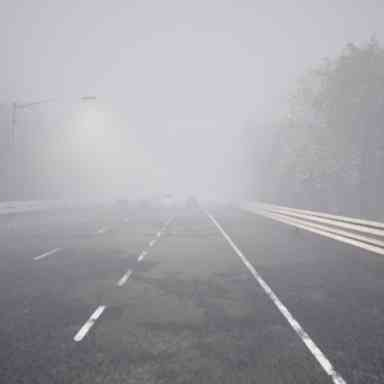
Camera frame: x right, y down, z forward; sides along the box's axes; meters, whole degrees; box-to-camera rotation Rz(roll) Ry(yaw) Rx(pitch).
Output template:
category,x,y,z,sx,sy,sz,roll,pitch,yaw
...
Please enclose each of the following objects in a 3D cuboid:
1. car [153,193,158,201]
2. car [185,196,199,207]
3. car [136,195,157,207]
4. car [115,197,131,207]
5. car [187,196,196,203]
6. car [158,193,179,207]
category,x,y,z,sx,sy,sz,roll,pitch,yaw
car,-7.025,1.260,69.777,2.150,2.045,5.566,0,0,0
car,-0.022,1.375,51.200,2.097,1.767,4.553,0,0,0
car,-7.023,1.549,51.216,1.812,1.442,4.674,0,0,0
car,-10.521,1.531,50.889,1.837,1.490,4.892,0,0,0
car,-0.025,1.536,70.042,1.837,1.490,4.892,0,0,0
car,-3.522,1.240,50.822,2.150,2.045,5.566,0,0,0
